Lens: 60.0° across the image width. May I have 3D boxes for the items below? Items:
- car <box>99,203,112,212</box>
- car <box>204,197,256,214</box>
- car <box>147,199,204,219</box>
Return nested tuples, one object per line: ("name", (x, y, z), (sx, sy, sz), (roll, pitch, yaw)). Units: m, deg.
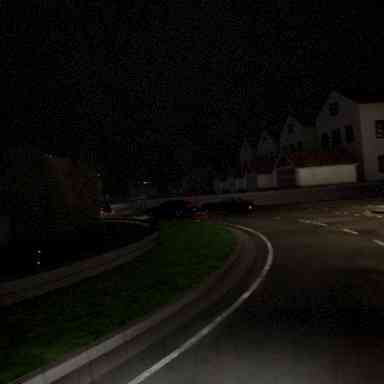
("car", (-13.455, 2.419, 50.784), (1.994, 1.385, 4.181), (-5, 0, -8))
("car", (3.166, 1.160, 29.634), (4.718, 1.301, 1.895), (-5, 0, 35))
("car", (-1.800, 1.462, 29.176), (5.008, 1.535, 1.882), (-5, 0, 36))
